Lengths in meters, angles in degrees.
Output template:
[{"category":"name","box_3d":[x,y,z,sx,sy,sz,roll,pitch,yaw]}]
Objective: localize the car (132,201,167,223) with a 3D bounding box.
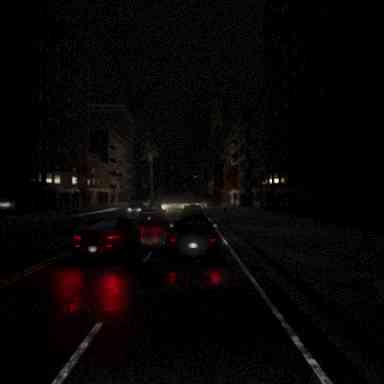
[{"category":"car","box_3d":[-3.196,1.792,27.347,2.128,1.511,4.902,0,-1,1]}]

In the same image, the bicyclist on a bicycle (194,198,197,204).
[{"category":"bicyclist on a bicycle","box_3d":[0.914,2.523,92.524,0.866,1.612,1.509,0,-1,0]}]

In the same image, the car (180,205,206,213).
[{"category":"car","box_3d":[0.054,1.806,27.366,1.837,1.490,4.892,0,0,1]}]

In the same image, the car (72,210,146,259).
[{"category":"car","box_3d":[-3.192,1.676,13.073,1.812,1.442,4.674,0,0,1]}]

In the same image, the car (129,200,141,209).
[{"category":"car","box_3d":[-9.779,2.139,57.884,1.812,1.442,4.674,0,-1,1]}]

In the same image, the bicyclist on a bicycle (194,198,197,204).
[{"category":"bicyclist on a bicycle","box_3d":[0.917,2.402,83.526,0.582,1.620,1.656,0,-1,0]}]

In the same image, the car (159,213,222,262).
[{"category":"car","box_3d":[0.055,1.711,12.705,1.994,1.385,4.181,0,-1,0]}]
